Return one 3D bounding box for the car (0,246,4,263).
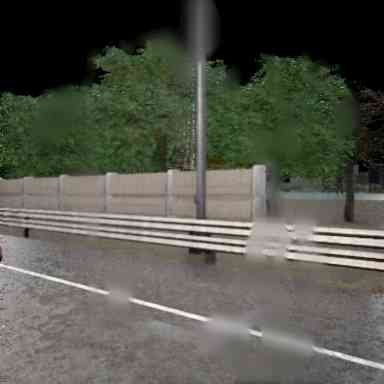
[{"bbox_3d":[-7.251,1.591,9.183,4.718,1.301,1.895,0,0,36],"label":"car"}]
